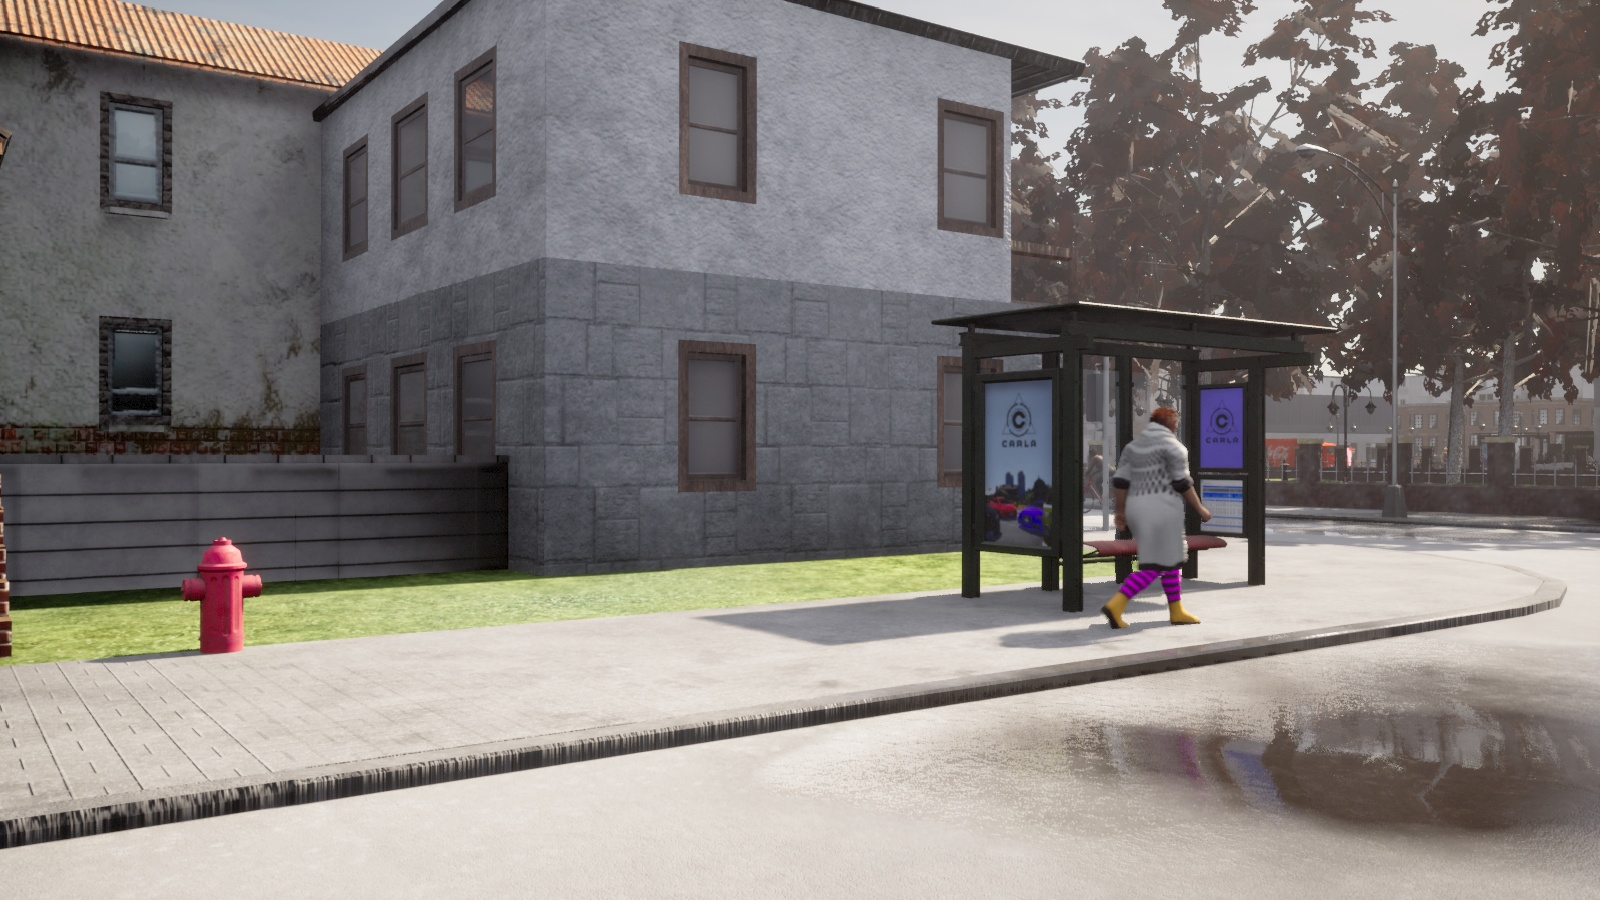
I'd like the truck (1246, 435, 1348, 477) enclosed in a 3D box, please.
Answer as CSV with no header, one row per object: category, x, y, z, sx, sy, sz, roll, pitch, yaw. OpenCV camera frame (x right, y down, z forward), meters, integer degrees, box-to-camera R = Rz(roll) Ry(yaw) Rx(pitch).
truck,30.378,0.382,76.878,2.627,2.467,5.204,0,0,-35

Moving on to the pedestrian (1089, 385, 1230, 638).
pedestrian,2.887,0.473,10.119,0.873,1.952,0.659,0,0,-17

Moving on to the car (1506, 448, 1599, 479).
car,41.130,0.724,68.627,1.851,1.617,3.988,0,0,-35
